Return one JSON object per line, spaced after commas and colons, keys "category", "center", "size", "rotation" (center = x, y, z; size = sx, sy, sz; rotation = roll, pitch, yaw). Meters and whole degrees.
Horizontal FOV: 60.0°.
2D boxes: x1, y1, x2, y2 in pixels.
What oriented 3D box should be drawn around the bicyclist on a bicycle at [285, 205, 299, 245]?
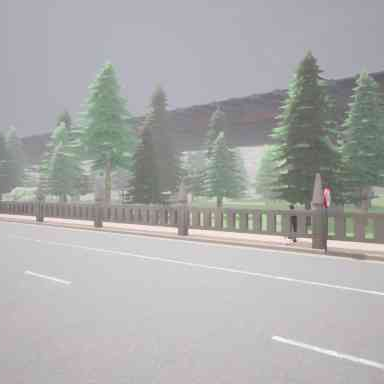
{"category": "bicyclist on a bicycle", "center": [4.113, 1.344, 13.594], "size": [0.582, 1.620, 1.656], "rotation": [0, -3, 35]}
